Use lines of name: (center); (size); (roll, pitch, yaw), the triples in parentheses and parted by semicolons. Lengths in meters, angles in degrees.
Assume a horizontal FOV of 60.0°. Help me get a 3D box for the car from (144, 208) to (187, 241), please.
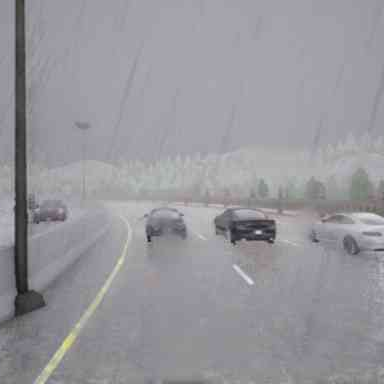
car: (-1.377, 1.510, 16.567); (1.812, 1.442, 4.674); (0, 0, -9)

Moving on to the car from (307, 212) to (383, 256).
car: (6.196, 1.487, 12.858); (1.812, 1.442, 4.674); (0, 0, -7)

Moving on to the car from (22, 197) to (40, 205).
car: (-29.769, 1.583, 61.534); (1.994, 1.385, 4.181); (0, 0, -40)

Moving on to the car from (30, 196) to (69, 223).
car: (-10.773, 1.360, 25.708); (2.097, 1.767, 4.553); (0, 0, -16)

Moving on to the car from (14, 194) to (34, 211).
car: (-19.121, 1.244, 38.353); (2.150, 2.045, 5.566); (0, 0, -25)

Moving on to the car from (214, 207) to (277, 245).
car: (2.308, 1.450, 15.638); (1.882, 1.535, 5.008); (0, 0, -8)
